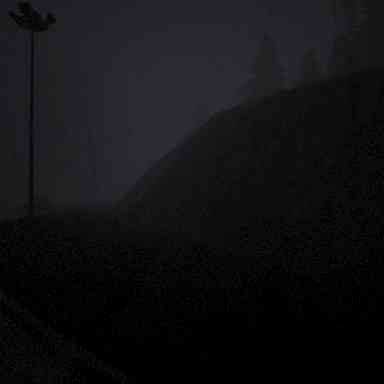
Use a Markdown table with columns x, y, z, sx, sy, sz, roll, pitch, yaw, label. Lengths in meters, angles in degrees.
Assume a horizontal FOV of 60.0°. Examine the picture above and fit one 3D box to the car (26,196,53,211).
| x | y | z | sx | sy | sz | roll | pitch | yaw | label |
| --- | --- | --- | --- | --- | --- | --- | --- | --- | --- |
| -18.094 | 1.254 | 39.686 | 2.097 | 1.767 | 4.553 | 0 | 0 | -9 | car |
